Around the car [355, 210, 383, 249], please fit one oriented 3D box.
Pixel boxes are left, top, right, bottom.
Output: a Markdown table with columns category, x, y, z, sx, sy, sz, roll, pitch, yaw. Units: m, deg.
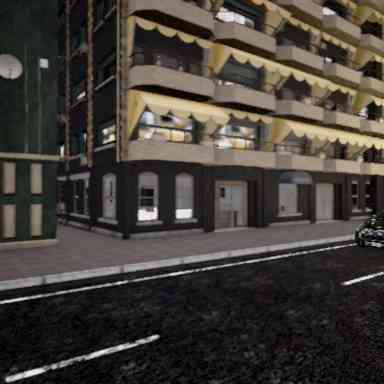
| category | x | y | z | sx | sy | sz | roll | pitch | yaw |
| --- | --- | --- | --- | --- | --- | --- | --- | --- | --- |
| car | 8.838 | 1.416 | 13.937 | 4.553 | 1.767 | 2.097 | 0 | 0 | -35 |
